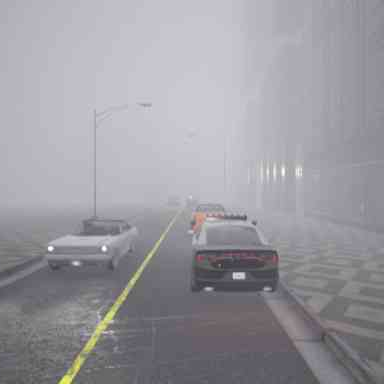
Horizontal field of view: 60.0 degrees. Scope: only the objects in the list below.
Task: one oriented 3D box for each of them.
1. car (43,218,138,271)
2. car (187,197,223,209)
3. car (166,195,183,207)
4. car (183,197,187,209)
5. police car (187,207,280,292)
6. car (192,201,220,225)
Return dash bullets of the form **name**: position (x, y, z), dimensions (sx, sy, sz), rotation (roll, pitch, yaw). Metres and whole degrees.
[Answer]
- **car**: position (-3.078, 1.601, 11.078), dimensions (1.895, 1.301, 4.718), rotation (0, 0, 0)
- **car**: position (0.938, 1.356, 18.906), dimensions (2.097, 1.767, 4.553), rotation (0, 0, 0)
- **car**: position (-2.973, 1.421, 52.611), dimensions (2.097, 1.767, 4.553), rotation (0, 0, 0)
- **car**: position (0.113, 1.654, 46.539), dimensions (1.895, 1.301, 4.718), rotation (0, 0, 1)
- **police car**: position (0.917, 1.425, 9.045), dimensions (1.930, 1.638, 5.238), rotation (0, 0, 0)
- **car**: position (0.953, 1.489, 24.935), dimensions (1.882, 1.535, 5.008), rotation (0, 0, 0)
